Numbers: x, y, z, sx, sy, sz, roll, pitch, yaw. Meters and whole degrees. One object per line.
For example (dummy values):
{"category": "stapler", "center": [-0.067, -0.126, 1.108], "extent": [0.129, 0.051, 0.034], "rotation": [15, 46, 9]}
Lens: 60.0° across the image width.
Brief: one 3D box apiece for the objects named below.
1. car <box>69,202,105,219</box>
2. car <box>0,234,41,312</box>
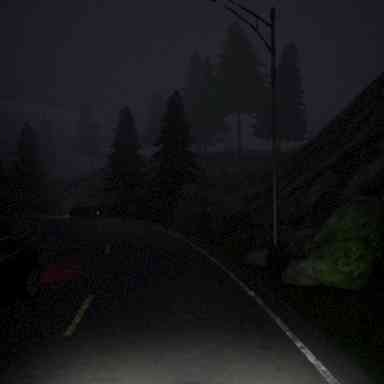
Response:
{"category": "car", "center": [-9.651, 1.646, 30.530], "extent": [1.812, 1.442, 4.674], "rotation": [0, -1, -41]}
{"category": "car", "center": [-4.152, 1.540, 5.683], "extent": [2.128, 1.511, 4.902], "rotation": [-1, 0, -6]}
